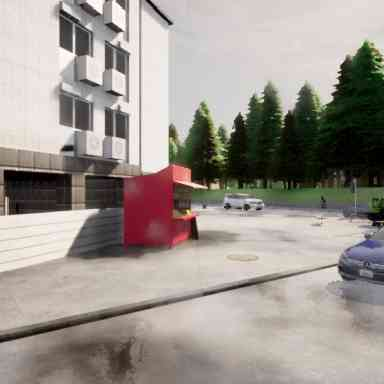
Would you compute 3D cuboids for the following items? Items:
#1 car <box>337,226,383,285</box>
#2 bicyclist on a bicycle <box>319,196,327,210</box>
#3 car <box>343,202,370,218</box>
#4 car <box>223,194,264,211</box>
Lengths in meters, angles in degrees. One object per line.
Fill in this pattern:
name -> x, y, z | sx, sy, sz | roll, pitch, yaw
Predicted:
car -> 5.726, 1.526, 8.634 | 4.674, 1.442, 1.812 | 0, 0, -35
bicyclist on a bicycle -> 15.947, 1.349, 40.536 | 1.656, 1.620, 0.582 | 0, 0, -35
car -> 14.850, 1.565, 27.648 | 1.994, 1.385, 4.181 | 0, 0, -36
car -> 6.094, 1.221, 39.917 | 2.150, 2.045, 5.566 | 0, 0, -35
